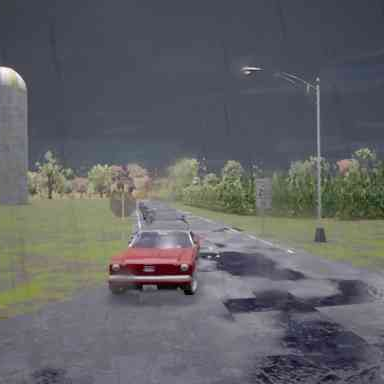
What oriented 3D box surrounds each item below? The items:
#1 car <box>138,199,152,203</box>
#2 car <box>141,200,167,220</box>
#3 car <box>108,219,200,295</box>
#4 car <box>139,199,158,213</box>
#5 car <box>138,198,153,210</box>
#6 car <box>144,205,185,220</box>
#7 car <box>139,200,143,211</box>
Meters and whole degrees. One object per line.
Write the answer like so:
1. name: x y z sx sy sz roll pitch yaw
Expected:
1. car: -4.454 1.709 35.732 2.033 1.411 5.357 -1 0 -10
2. car: -2.305 1.600 23.445 2.128 1.511 4.902 -1 0 -10
3. car: -0.765 1.660 9.055 1.895 1.301 4.718 -1 0 3
4. car: -5.608 1.681 42.084 2.128 1.511 4.902 -1 0 -10
5. car: -6.733 1.694 48.170 1.882 1.535 5.008 -1 0 -11
6. car: -1.353 1.649 17.798 1.994 1.385 4.181 -1 0 -10
7. car: -3.417 1.700 29.866 1.994 1.385 4.181 -1 0 -10
